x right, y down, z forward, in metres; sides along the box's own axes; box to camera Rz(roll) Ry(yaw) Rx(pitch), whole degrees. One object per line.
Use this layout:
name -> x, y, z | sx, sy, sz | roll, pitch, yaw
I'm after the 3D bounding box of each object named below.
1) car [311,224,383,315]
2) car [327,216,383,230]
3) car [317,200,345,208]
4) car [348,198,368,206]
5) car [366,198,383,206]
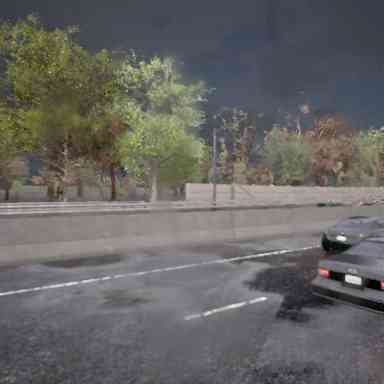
car -> 4.869, 1.590, 7.252 | 5.357, 1.411, 2.033 | 0, 0, -35
car -> 6.960, 1.633, 13.015 | 4.181, 1.385, 1.994 | 0, 0, -35
car -> 20.212, 1.854, 48.406 | 4.718, 1.301, 1.895 | 0, 0, -36
car -> 23.874, 1.618, 46.744 | 4.553, 1.767, 2.097 | 0, 0, -35
car -> 25.125, 1.861, 43.346 | 4.718, 1.301, 1.895 | 0, 0, -35
